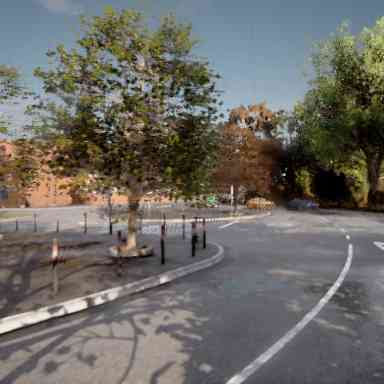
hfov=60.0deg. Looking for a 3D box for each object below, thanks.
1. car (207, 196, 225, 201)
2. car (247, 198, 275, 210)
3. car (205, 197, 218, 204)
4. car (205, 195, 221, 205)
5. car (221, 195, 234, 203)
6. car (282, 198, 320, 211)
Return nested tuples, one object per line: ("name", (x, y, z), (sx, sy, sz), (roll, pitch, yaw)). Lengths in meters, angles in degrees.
("car", (6.791, 1.922, 94.222), (4.674, 1.452, 2.002), (-1, 0, 20))
("car", (8.532, 1.460, 41.442), (1.882, 1.535, 5.008), (0, 0, -15))
("car", (4.424, 1.807, 74.769), (1.812, 1.442, 4.674), (-1, 0, 20))
("car", (3.003, 1.677, 59.670), (1.837, 1.490, 4.892), (-1, 0, -15))
("car", (8.231, 1.872, 75.726), (1.895, 1.301, 4.718), (-1, 0, 20))
("car", (12.939, 1.478, 39.705), (2.033, 1.411, 5.357), (0, 0, -16))
